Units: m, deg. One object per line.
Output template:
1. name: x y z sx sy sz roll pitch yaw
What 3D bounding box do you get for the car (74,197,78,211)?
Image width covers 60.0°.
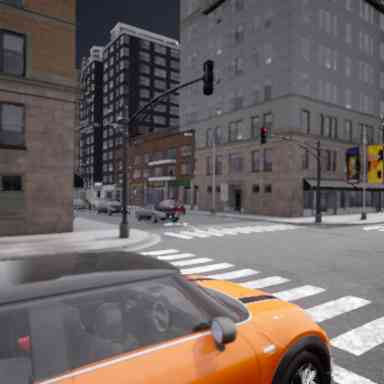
1. car: -15.271 1.574 39.067 1.947 1.339 4.313 1 0 -35

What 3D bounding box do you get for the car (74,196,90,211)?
1. car: -13.780 1.535 41.375 1.837 1.490 4.892 1 0 -35

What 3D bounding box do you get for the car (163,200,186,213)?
1. car: -2.420 1.524 34.788 1.967 1.590 4.097 1 0 -35

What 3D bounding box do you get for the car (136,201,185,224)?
1. car: -2.708 1.607 25.683 1.994 1.385 4.181 1 0 -36

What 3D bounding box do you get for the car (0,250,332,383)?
1. car: -0.696 1.358 3.056 4.553 1.767 2.097 0 0 -37

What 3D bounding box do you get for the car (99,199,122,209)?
1. car: -11.863 1.661 48.148 1.802 1.307 4.206 1 0 -35

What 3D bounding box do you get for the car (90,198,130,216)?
1. car: -8.096 1.582 33.307 2.033 1.411 5.357 1 0 -35

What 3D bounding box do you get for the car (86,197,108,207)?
1. car: -15.108 1.605 52.741 1.752 1.417 4.829 1 0 -35

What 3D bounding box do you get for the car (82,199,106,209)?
1. car: -13.716 1.657 46.373 1.895 1.301 4.718 1 0 -35
